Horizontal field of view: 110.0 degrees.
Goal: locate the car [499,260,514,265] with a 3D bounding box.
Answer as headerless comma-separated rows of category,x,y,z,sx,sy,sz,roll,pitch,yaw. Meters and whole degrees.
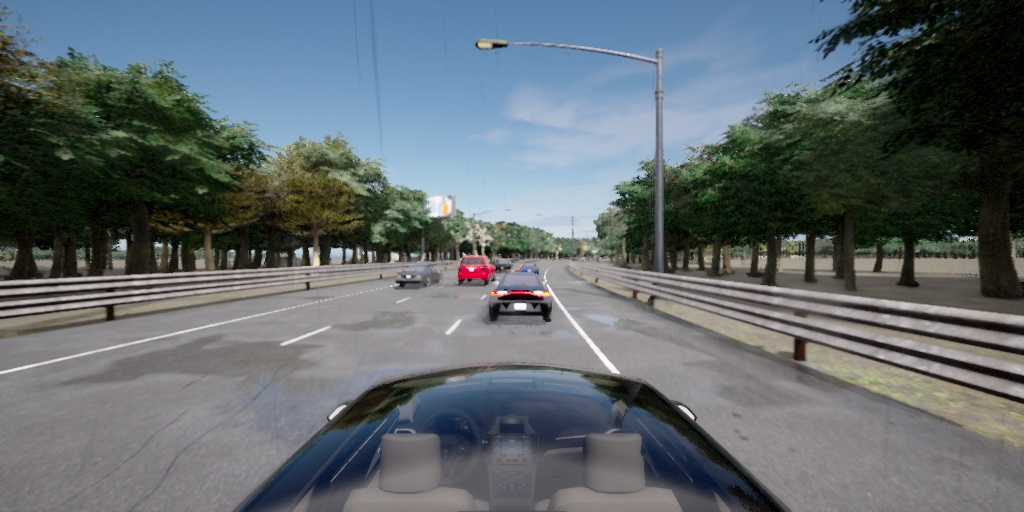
car,-0.903,1.297,45.245,1.882,1.535,5.008,0,0,6

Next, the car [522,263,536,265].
car,1.858,1.374,37.784,1.994,1.385,4.181,0,0,5

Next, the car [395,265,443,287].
car,-6.188,1.326,24.449,2.033,1.411,5.357,0,0,3

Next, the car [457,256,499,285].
car,-2.545,1.011,26.625,2.150,2.045,5.566,0,0,4

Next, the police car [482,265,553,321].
police car,0.313,1.272,12.687,2.038,1.542,4.974,0,0,2
